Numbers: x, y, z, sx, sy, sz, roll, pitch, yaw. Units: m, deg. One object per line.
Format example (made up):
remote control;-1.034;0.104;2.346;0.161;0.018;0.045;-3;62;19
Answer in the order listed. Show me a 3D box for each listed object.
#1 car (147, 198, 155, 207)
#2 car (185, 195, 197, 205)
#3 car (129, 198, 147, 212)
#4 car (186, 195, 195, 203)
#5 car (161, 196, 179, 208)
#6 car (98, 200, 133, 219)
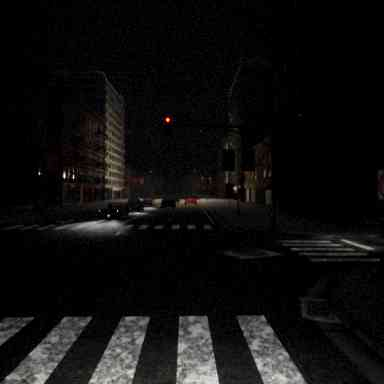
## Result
car;-6.792;1.587;50.665;1.895;1.301;4.718;0;0;0
car;-0.233;1.335;58.300;2.097;1.767;4.553;0;0;0
car;-6.751;1.517;38.740;1.812;1.442;4.674;0;0;0
car;-0.273;1.456;68.332;1.882;1.535;5.008;0;0;0
car;-3.342;1.465;48.140;1.882;1.535;5.008;0;0;0
car;-6.715;1.596;28.951;1.895;1.301;4.718;0;0;0
